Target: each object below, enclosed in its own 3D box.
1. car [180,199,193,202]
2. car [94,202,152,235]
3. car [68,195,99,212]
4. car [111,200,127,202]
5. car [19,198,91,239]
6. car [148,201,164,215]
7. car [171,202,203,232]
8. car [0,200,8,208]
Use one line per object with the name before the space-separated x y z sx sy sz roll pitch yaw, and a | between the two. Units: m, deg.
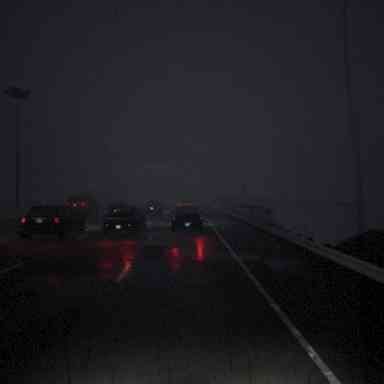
car | -0.616 1.558 36.570 1.882 1.535 5.008 0 0 -1
car | -3.768 1.539 19.138 2.128 1.511 4.902 0 0 -1
car | -11.065 1.328 33.863 2.150 2.045 5.566 0 0 -1
car | -7.585 1.603 34.918 1.837 1.490 4.892 0 0 -1
car | -7.243 1.415 17.835 2.097 1.767 4.553 0 0 -1
car | -4.096 1.652 35.553 1.994 1.385 4.181 0 0 -1
car | -0.301 1.563 20.222 1.812 1.442 4.674 0 0 -1
car | -32.620 1.978 55.121 1.994 1.385 4.181 0 -1 -1
